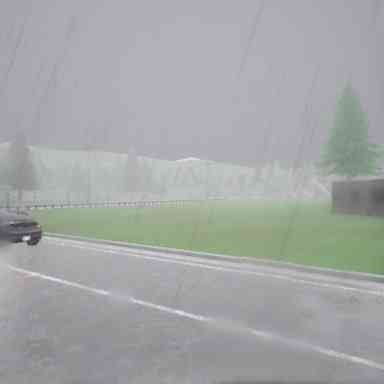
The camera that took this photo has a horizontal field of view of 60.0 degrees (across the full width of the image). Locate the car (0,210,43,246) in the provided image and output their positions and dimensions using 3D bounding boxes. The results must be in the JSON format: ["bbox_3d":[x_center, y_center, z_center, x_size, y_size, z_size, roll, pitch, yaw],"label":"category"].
[{"bbox_3d":[-8.269,1.515,14.066,4.892,1.490,1.837,0,0,36],"label":"car"}]
